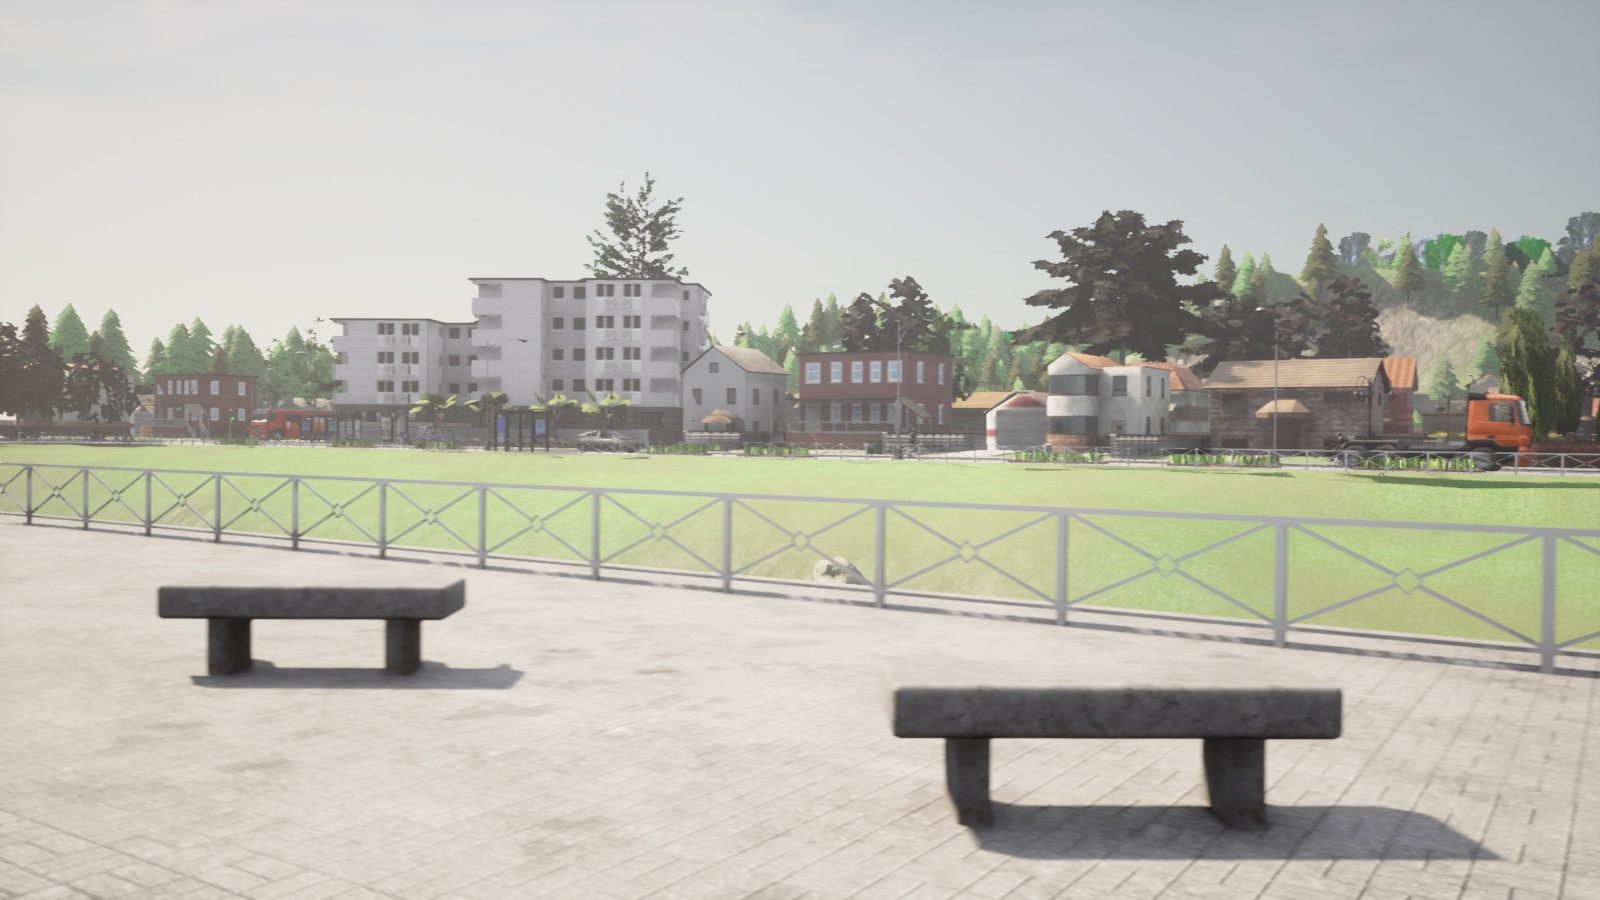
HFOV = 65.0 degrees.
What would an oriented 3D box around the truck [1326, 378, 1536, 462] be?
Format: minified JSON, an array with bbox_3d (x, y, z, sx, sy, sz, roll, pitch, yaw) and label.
[{"bbox_3d":[27.604,-1.253,55.114,7.936,3.462,2.891,0,1,34],"label":"truck"}]

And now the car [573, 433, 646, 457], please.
[{"bbox_3d":[-12.436,-0.325,81.746,4.514,1.525,2.007,0,1,34],"label":"car"}]
